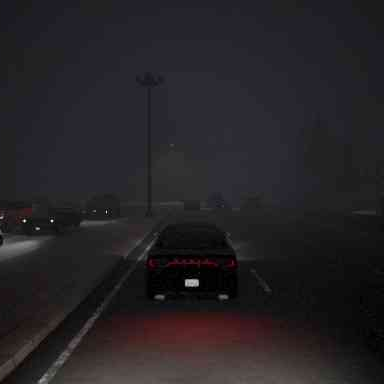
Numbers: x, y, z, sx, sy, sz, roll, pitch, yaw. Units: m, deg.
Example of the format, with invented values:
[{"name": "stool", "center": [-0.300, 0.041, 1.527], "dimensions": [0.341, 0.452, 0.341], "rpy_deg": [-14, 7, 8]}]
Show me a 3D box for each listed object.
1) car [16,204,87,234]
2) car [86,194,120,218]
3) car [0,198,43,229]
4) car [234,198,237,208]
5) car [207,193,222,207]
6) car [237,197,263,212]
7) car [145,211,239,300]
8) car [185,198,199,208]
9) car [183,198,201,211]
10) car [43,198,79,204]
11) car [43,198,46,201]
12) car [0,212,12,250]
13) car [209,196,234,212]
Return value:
[{"name": "car", "center": [-8.037, 1.601, 19.571], "dimensions": [1.895, 1.301, 4.718], "rpy_deg": [0, 0, 1]}, {"name": "car", "center": [-8.013, 1.221, 30.142], "dimensions": [2.150, 2.045, 5.566], "rpy_deg": [0, 0, 0]}, {"name": "car", "center": [-11.526, 1.352, 20.659], "dimensions": [2.097, 1.767, 4.553], "rpy_deg": [0, 0, 0]}, {"name": "car", "center": [6.979, 1.547, 49.473], "dimensions": [2.033, 1.411, 5.357], "rpy_deg": [0, 0, 0]}, {"name": "car", "center": [3.479, 1.221, 49.501], "dimensions": [2.150, 2.045, 5.566], "rpy_deg": [0, 0, 0]}, {"name": "car", "center": [6.984, 1.352, 39.439], "dimensions": [2.097, 1.767, 4.553], "rpy_deg": [0, 0, 0]}, {"name": "car", "center": [-0.004, 1.478, 8.439], "dimensions": [1.882, 1.535, 5.008], "rpy_deg": [0, 0, 0]}, {"name": "car", "center": [-0.021, 1.601, 49.500], "dimensions": [1.895, 1.301, 4.718], "rpy_deg": [0, 0, 0]}, {"name": "car", "center": [-0.016, 1.492, 39.049], "dimensions": [2.128, 1.511, 4.902], "rpy_deg": [0, 0, 0]}, {"name": "car", "center": [-11.513, 1.526, 30.579], "dimensions": [1.812, 1.442, 4.674], "rpy_deg": [0, 0, 0]}, {"name": "car", "center": [-15.013, 1.352, 31.494], "dimensions": [2.097, 1.767, 4.553], "rpy_deg": [0, 0, 0]}, {"name": "car", "center": [-8.082, 1.564, 10.817], "dimensions": [1.994, 1.385, 4.181], "rpy_deg": [0, 0, 0]}, {"name": "car", "center": [3.484, 1.564, 39.467], "dimensions": [1.994, 1.385, 4.181], "rpy_deg": [0, 0, 0]}]
